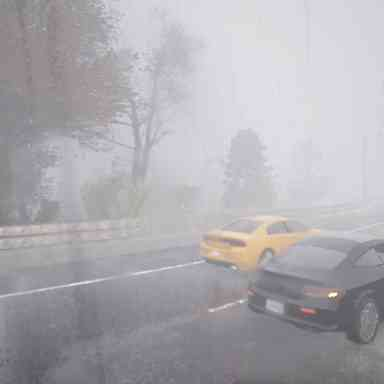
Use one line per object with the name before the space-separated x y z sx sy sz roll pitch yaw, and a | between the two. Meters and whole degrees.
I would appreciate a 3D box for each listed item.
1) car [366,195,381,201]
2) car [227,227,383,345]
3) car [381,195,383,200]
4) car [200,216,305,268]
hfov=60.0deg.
car | 38.769 1.285 72.608 1.895 1.301 4.718 0 0 8
car | 3.039 1.520 6.350 4.674 1.442 1.812 0 0 -38
car | 42.202 1.187 71.923 1.812 1.442 4.674 0 0 8
car | 2.505 1.485 10.486 5.008 1.535 1.882 0 0 -40
